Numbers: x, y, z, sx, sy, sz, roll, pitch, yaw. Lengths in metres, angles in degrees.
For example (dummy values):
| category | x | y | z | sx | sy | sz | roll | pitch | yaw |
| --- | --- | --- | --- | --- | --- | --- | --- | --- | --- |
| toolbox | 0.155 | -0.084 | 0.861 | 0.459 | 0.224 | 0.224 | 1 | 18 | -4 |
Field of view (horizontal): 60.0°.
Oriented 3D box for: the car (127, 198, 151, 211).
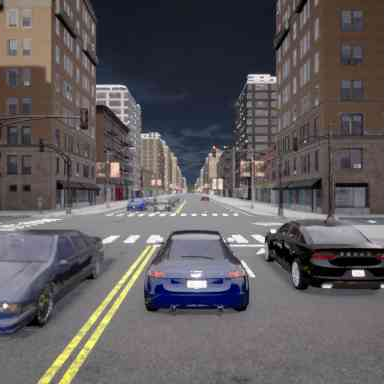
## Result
| category | x | y | z | sx | sy | sz | roll | pitch | yaw |
| --- | --- | --- | --- | --- | --- | --- | --- | --- | --- |
| car | -6.625 | 1.476 | 40.502 | 1.882 | 1.535 | 5.008 | 0 | 0 | 0 |

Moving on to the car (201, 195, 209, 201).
| category | x | y | z | sx | sy | sz | roll | pitch | yaw |
| --- | --- | --- | --- | --- | --- | --- | --- | --- | --- |
| car | 3.187 | 1.465 | 80.561 | 1.882 | 1.535 | 5.008 | 0 | 0 | 0 |

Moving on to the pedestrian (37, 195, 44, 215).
| category | x | y | z | sx | sy | sz | roll | pitch | yaw |
| --- | --- | --- | --- | --- | --- | --- | --- | --- | --- |
| pedestrian | -14.166 | 1.170 | 31.071 | 0.375 | 1.860 | 0.375 | 0 | 0 | 0 |

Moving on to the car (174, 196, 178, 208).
| category | x | y | z | sx | sy | sz | roll | pitch | yaw |
| --- | --- | --- | --- | --- | --- | --- | --- | --- | --- |
| car | -3.384 | 1.500 | 48.499 | 1.837 | 1.490 | 4.892 | 0 | 0 | 0 |

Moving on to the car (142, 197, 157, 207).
| category | x | y | z | sx | sy | sz | roll | pitch | yaw |
| --- | --- | --- | --- | --- | --- | --- | --- | --- | --- |
| car | -6.639 | 1.560 | 52.455 | 1.994 | 1.385 | 4.181 | 0 | 0 | -1 |

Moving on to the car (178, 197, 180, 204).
| category | x | y | z | sx | sy | sz | roll | pitch | yaw |
| --- | --- | --- | --- | --- | --- | --- | --- | --- | --- |
| car | -3.347 | 1.498 | 64.442 | 1.837 | 1.490 | 4.892 | 0 | 0 | 0 |

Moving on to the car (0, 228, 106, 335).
| category | x | y | z | sx | sy | sz | roll | pitch | yaw |
| --- | --- | --- | --- | --- | --- | --- | --- | --- | --- |
| car | -3.358 | 1.547 | 7.263 | 2.033 | 1.411 | 5.357 | 0 | 0 | 0 |

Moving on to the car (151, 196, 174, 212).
| category | x | y | z | sx | sy | sz | roll | pitch | yaw |
| --- | --- | --- | --- | --- | --- | --- | --- | --- | --- |
| car | -3.382 | 1.525 | 38.928 | 1.812 | 1.442 | 4.674 | 0 | 0 | 0 |

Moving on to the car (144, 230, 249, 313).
| category | x | y | z | sx | sy | sz | roll | pitch | yaw |
| --- | --- | --- | --- | --- | --- | --- | --- | --- | --- |
| car | 0.082 | 1.564 | 7.759 | 1.994 | 1.385 | 4.181 | 0 | 0 | 0 |

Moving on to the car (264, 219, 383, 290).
| category | x | y | z | sx | sy | sz | roll | pitch | yaw |
| --- | --- | --- | --- | --- | --- | --- | --- | --- | --- |
| car | 3.331 | 1.478 | 9.137 | 1.882 | 1.535 | 5.008 | 0 | 0 | 0 |
